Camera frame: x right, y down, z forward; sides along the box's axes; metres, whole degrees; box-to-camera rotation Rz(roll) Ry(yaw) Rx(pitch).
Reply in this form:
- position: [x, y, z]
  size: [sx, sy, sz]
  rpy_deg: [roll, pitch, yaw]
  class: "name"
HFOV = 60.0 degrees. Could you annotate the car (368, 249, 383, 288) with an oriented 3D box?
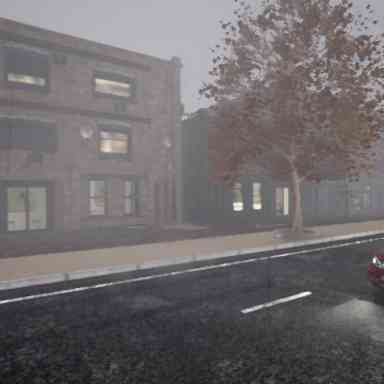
- position: [6.183, 1.533, 8.119]
  size: [4.674, 1.442, 1.812]
  rpy_deg: [0, 0, -36]
  class: "car"
